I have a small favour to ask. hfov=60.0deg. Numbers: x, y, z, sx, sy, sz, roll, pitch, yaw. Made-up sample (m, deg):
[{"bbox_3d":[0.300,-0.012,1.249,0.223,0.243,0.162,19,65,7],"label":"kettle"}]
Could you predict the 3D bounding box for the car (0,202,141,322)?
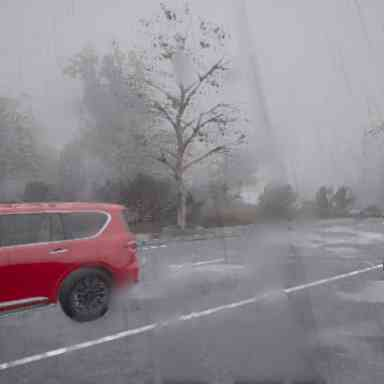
[{"bbox_3d":[-3.617,1.222,5.706,5.566,2.045,2.150,0,0,-35],"label":"car"}]
